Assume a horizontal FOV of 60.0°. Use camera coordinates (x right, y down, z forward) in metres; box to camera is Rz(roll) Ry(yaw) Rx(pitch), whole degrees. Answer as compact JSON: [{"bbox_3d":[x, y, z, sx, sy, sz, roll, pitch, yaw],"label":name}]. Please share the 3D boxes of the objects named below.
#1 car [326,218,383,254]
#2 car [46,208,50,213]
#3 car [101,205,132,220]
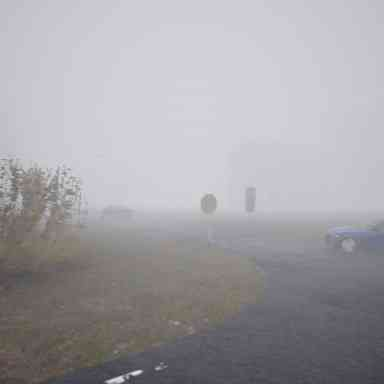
[{"bbox_3d":[8.195,1.781,13.696,5.008,1.535,1.882,0,1,20],"label":"car"},{"bbox_3d":[-20.721,2.321,48.543,1.994,1.385,4.181,2,-2,-35],"label":"car"},{"bbox_3d":[-8.033,2.080,35.265,1.882,1.535,5.008,2,-2,-35],"label":"car"}]
